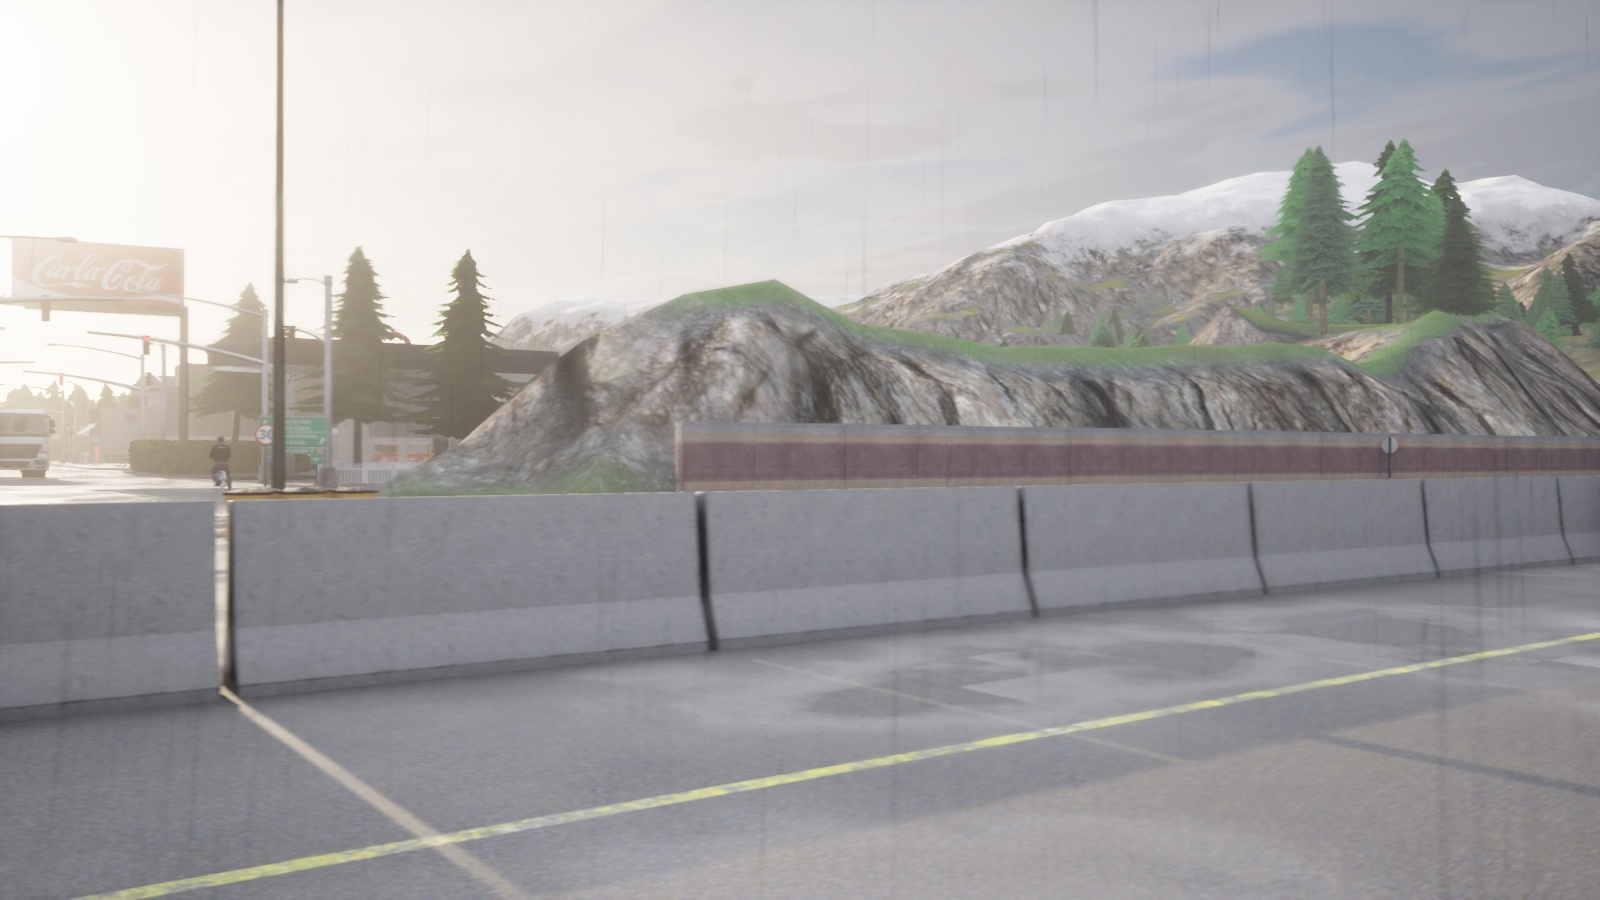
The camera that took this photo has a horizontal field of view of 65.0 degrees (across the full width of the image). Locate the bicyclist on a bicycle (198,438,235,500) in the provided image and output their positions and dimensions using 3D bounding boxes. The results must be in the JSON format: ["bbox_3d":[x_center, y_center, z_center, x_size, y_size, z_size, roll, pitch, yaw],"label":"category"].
[{"bbox_3d":[-17.336,0.548,37.296,0.659,1.776,1.843,0,0,-36],"label":"bicyclist on a bicycle"}]

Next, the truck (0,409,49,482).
[{"bbox_3d":[-39.837,-0.176,63.189,2.891,3.462,7.936,0,-1,-35],"label":"truck"}]
